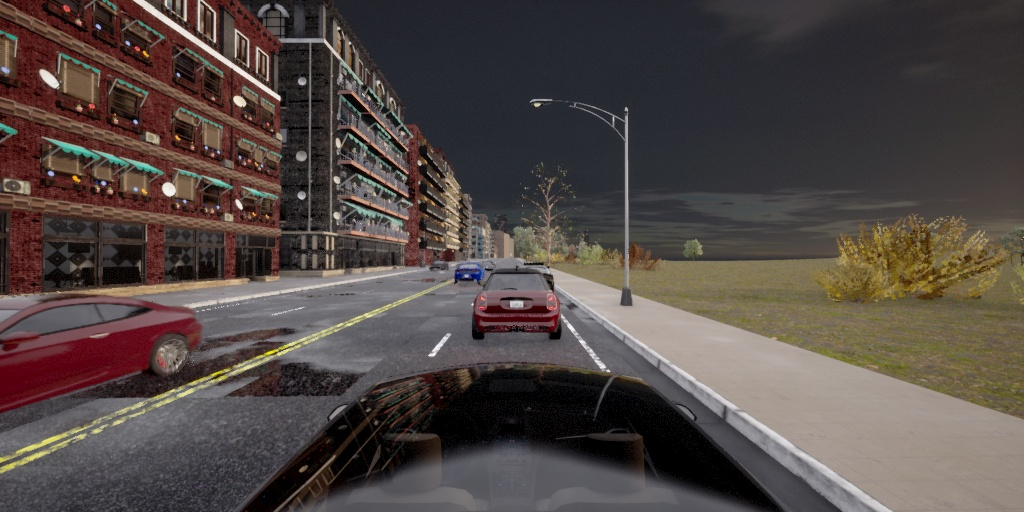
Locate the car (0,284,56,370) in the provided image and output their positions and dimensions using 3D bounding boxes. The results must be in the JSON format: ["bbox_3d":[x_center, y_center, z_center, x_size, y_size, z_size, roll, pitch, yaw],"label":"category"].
[{"bbox_3d":[-9.846,1.276,4.695,1.812,1.442,4.674,0,0,0],"label":"car"}]

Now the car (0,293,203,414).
[{"bbox_3d":[-6.596,1.276,4.713,1.812,1.442,4.674,0,0,0],"label":"car"}]

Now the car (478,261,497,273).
[{"bbox_3d":[-3.050,1.313,45.315,1.994,1.385,4.181,0,0,0],"label":"car"}]

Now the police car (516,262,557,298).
[{"bbox_3d":[1.177,1.177,19.666,1.930,1.638,5.238,0,0,0],"label":"police car"}]

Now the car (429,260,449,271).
[{"bbox_3d":[-9.743,1.298,48.233,2.033,1.411,5.357,0,0,0],"label":"car"}]

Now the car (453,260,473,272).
[{"bbox_3d":[-6.493,1.298,48.223,2.033,1.411,5.357,0,0,0],"label":"car"}]

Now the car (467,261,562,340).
[{"bbox_3d":[0.114,1.103,10.170,2.097,1.767,4.553,0,0,0],"label":"car"}]

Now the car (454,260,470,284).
[{"bbox_3d":[-3.093,1.230,26.938,1.882,1.535,5.008,0,0,0],"label":"car"}]
